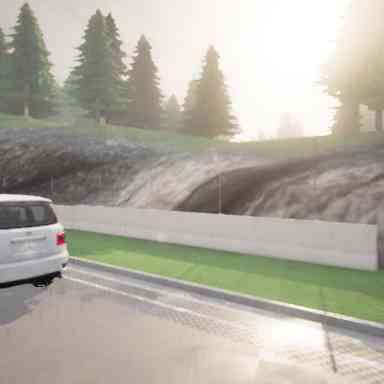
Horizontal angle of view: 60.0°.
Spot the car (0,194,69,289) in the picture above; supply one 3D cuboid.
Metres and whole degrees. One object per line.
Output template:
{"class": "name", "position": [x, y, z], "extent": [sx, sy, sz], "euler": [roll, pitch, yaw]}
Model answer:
{"class": "car", "position": [-5.178, 1.051, 7.650], "extent": [5.566, 2.045, 2.150], "euler": [1, 1, 35]}
